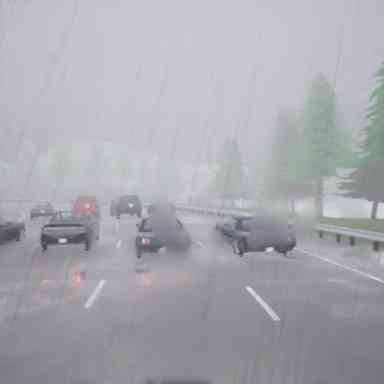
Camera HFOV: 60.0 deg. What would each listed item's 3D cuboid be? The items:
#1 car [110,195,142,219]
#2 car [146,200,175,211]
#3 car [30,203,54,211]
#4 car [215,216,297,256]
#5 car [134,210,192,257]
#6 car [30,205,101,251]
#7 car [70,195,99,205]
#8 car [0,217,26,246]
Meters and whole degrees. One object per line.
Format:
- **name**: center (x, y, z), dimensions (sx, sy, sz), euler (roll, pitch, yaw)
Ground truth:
- **car**: center (-6.160, 1.304, 30.702), dimensions (2.150, 2.045, 5.566), euler (0, 0, -22)
- **car**: center (-3.067, 1.564, 32.178), dimensions (2.128, 1.511, 4.902), euler (0, 0, -22)
- **car**: center (-13.843, 1.677, 30.855), dimensions (1.994, 1.385, 4.181), euler (0, 0, -23)
- **car**: center (2.244, 1.617, 13.213), dimensions (1.895, 1.301, 4.718), euler (0, 0, -9)
- **car**: center (-1.275, 1.631, 13.120), dimensions (1.895, 1.301, 4.718), euler (0, 0, -9)
- **car**: center (-5.093, 1.539, 14.338), dimensions (2.128, 1.511, 4.902), euler (0, 0, -11)
- **car**: center (-9.721, 1.317, 30.190), dimensions (2.150, 2.045, 5.566), euler (0, 0, -22)
- **car**: center (-8.462, 1.661, 13.684), dimensions (1.895, 1.301, 4.718), euler (0, 0, -11)
